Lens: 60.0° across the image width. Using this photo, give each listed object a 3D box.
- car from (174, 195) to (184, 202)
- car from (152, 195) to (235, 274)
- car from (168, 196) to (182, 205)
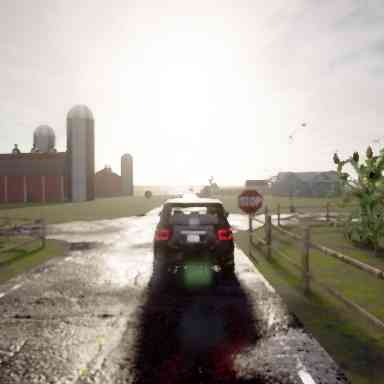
[{"bbox_3d":[-2.760,1.428,71.264,1.994,1.385,4.181,0,0,0],"label":"car"},{"bbox_3d":[0.055,1.201,10.636,2.150,2.045,5.566,0,0,0],"label":"car"},{"bbox_3d":[-2.821,1.394,56.080,2.128,1.511,4.902,0,0,0],"label":"car"}]
